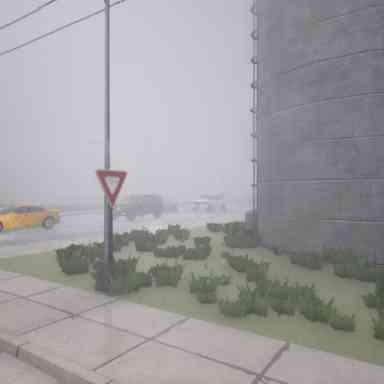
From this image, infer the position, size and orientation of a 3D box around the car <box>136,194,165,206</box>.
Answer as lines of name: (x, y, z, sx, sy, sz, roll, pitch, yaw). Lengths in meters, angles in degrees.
car: (-6.994, 1.303, 55.939, 4.605, 1.855, 1.932, 0, 0, 34)

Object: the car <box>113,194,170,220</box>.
car: (-4.586, 1.218, 28.025, 2.150, 2.045, 5.566, 0, 0, 33)

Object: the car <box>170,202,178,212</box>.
car: (-3.680, 1.475, 36.936, 4.611, 1.667, 2.242, 0, 0, 34)

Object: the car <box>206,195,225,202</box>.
car: (5.265, 1.513, 74.783, 3.905, 1.438, 1.784, 0, 0, 34)

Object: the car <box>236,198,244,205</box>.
car: (9.682, 1.308, 57.120, 3.866, 1.878, 1.905, 0, 0, 34)

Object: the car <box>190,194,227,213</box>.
car: (2.044, 1.220, 38.153, 2.150, 2.045, 5.566, 0, 0, 33)

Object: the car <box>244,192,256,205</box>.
car: (10.430, 0.836, 50.812, 2.150, 2.045, 5.566, 0, 0, 33)

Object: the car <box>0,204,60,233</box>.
car: (-10.207, 1.474, 19.430, 1.882, 1.535, 5.008, 0, 0, 33)
